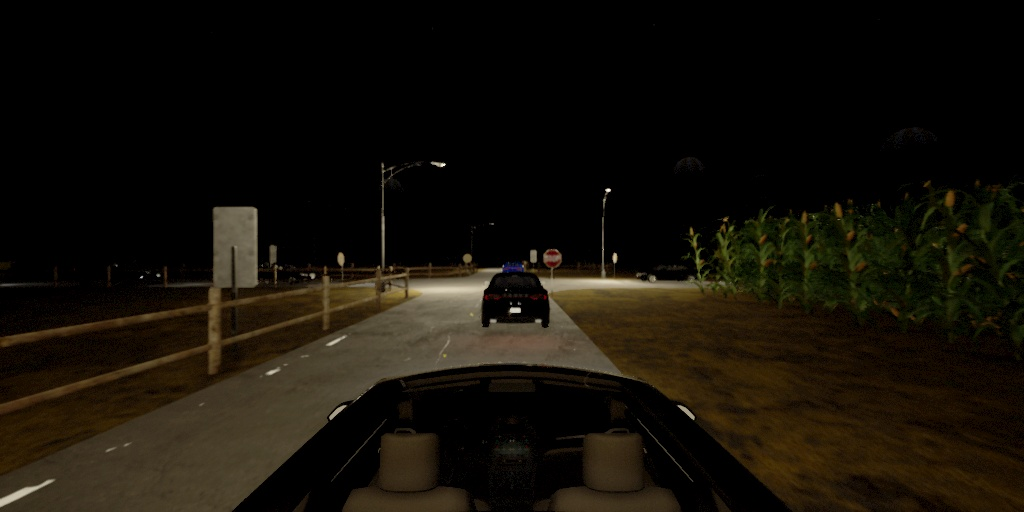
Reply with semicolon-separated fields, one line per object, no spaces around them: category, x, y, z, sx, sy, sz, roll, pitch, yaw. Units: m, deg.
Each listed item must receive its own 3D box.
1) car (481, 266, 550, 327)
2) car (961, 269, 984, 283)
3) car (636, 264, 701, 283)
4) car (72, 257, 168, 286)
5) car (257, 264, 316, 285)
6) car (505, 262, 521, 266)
car;0.100;1.236;11.566;1.882;1.535;5.008;0;0;0
car;37.843;1.767;29.294;4.181;1.385;1.994;1;1;1
car;12.731;1.374;29.367;5.008;1.535;1.882;0;1;-1
car;-28.995;1.097;26.626;5.566;2.045;2.150;0;1;1
car;-17.181;1.332;26.599;4.902;1.511;2.128;0;1;0
car;0.106;1.317;33.777;1.882;1.535;5.008;0;-1;0
